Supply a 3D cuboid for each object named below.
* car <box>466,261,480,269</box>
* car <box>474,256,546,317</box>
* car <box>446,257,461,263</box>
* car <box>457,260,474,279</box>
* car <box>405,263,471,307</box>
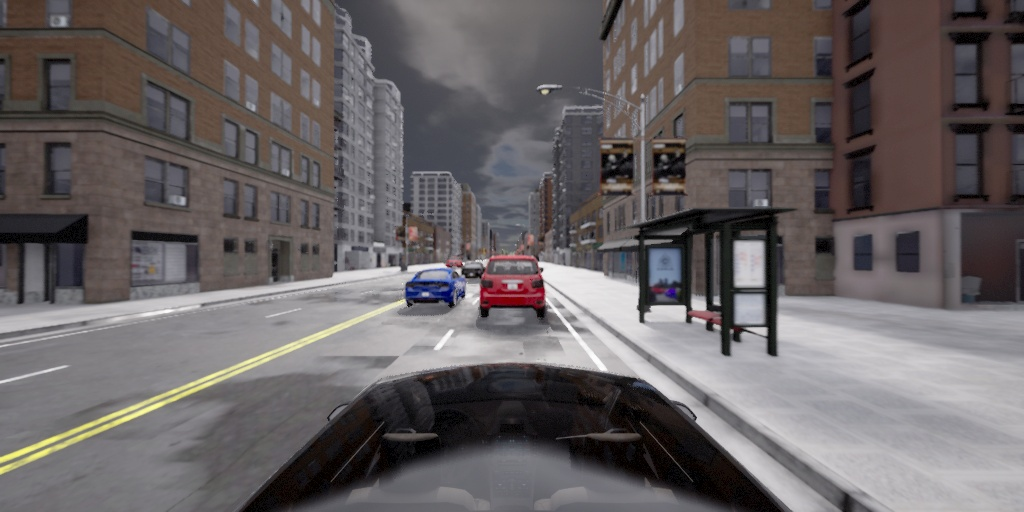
[{"bbox_3d":[-6.529,1.516,60.722,1.895,1.301,4.718,0,0,1],"label":"car"},{"bbox_3d":[0.038,1.003,13.436,2.150,2.045,5.566,0,0,0],"label":"car"},{"bbox_3d":[-9.780,1.135,60.735,2.150,2.045,5.566,0,0,1],"label":"car"},{"bbox_3d":[-3.190,1.305,30.812,1.882,1.535,5.008,0,0,0],"label":"car"},{"bbox_3d":[-3.191,1.264,15.777,1.882,1.535,5.008,0,0,0],"label":"car"}]
